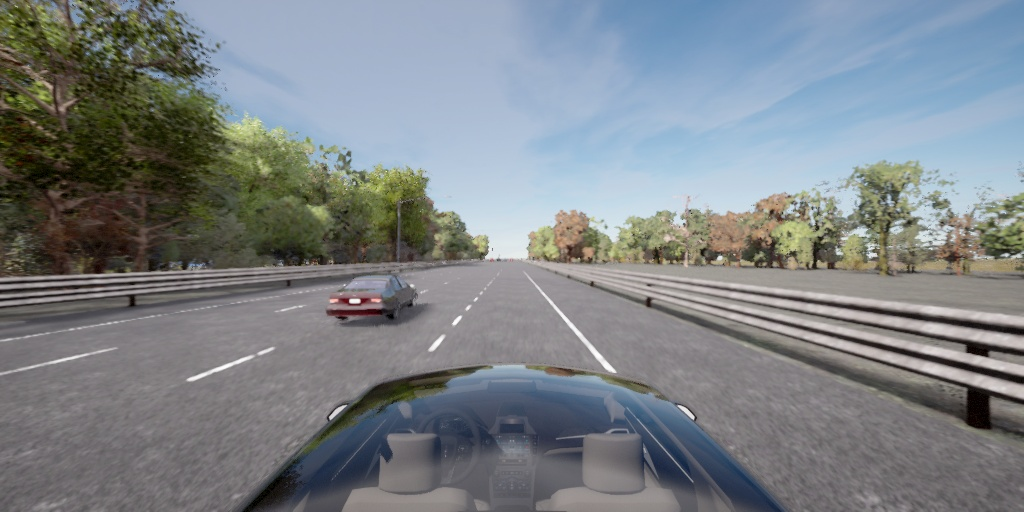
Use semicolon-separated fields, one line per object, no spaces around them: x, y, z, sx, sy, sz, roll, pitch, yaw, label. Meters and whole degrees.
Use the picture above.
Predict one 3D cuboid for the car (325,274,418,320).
-4.753;1.370;12.896;2.033;1.411;5.357;0;0;-4;car
